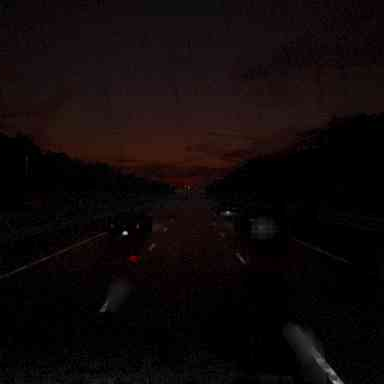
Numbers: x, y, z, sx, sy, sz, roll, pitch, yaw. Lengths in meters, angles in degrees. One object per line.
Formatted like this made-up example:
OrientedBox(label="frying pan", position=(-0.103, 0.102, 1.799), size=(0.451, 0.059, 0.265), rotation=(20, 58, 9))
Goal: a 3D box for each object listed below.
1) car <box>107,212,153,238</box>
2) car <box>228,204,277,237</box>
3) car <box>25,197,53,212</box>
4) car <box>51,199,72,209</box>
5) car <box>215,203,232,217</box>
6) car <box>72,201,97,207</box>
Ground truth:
OrientedBox(label="car", position=(-3.388, 1.810, 19.089), size=(1.895, 1.301, 4.718), rotation=(0, -1, 0))
OrientedBox(label="car", position=(3.612, 1.706, 19.554), size=(2.128, 1.511, 4.902), rotation=(0, -1, 0))
OrientedBox(label="car", position=(-21.046, 1.742, 46.408), size=(2.150, 2.045, 5.566), rotation=(0, -1, 0))
OrientedBox(label="car", position=(-17.548, 2.085, 46.600), size=(1.994, 1.385, 4.181), rotation=(0, -1, 0))
OrientedBox(label="car", position=(3.622, 1.888, 35.777), size=(2.128, 1.511, 4.902), rotation=(0, -1, 0))
OrientedBox(label="car", position=(-14.058, 2.007, 44.929), size=(1.837, 1.490, 4.892), rotation=(0, -1, 0))
